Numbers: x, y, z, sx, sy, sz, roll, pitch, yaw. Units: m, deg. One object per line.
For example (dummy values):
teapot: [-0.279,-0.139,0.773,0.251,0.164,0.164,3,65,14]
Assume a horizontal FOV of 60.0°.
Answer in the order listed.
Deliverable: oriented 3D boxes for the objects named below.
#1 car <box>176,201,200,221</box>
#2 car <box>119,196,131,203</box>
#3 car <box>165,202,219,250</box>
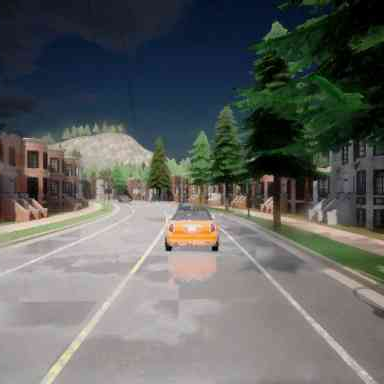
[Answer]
car: [-0.416,1.621,29.744,1.837,1.490,4.892,0,0,-4]
car: [-14.869,1.584,73.750,2.097,1.767,4.553,0,0,-23]
car: [0.000,1.416,14.591,2.097,1.767,4.553,0,0,0]
